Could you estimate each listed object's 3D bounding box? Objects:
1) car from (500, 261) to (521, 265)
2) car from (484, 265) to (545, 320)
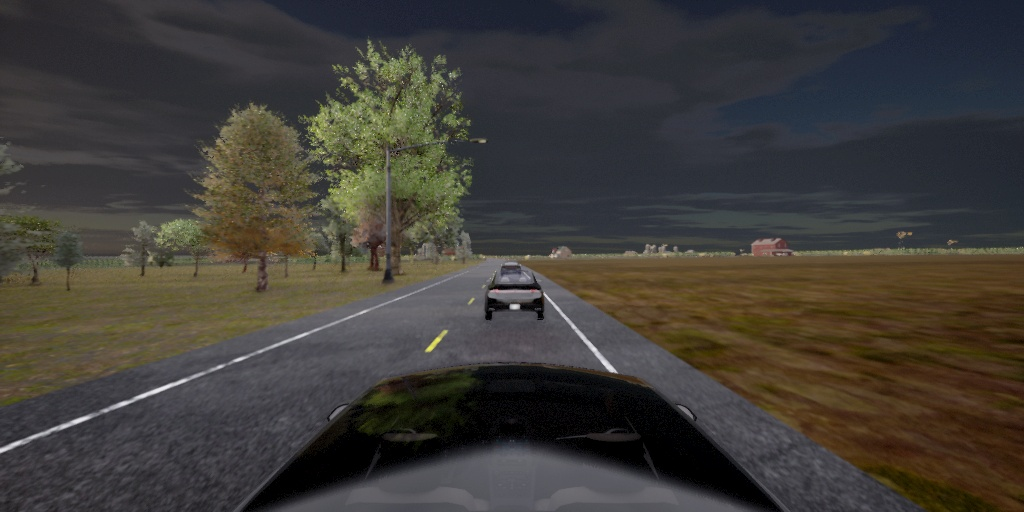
[{"bbox_3d":[-0.096,1.211,34.643,1.882,1.535,5.008,0,0,-1],"label":"car"},{"bbox_3d":[0.075,1.235,12.635,2.128,1.511,4.902,0,0,0],"label":"car"}]
